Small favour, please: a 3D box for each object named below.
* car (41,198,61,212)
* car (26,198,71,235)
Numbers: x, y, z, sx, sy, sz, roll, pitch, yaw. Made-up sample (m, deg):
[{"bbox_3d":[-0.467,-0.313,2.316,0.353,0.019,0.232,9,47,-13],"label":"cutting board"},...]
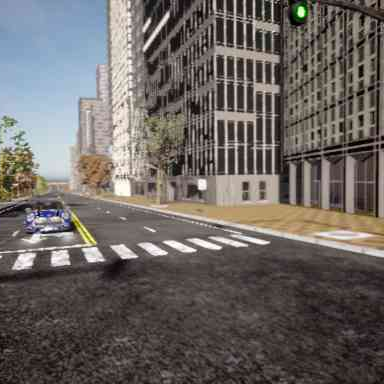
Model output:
[{"bbox_3d":[-15.402,1.340,36.412,1.895,1.301,4.718,-2,1,-23],"label":"car"},{"bbox_3d":[-7.883,1.206,18.330,2.097,1.767,4.553,-2,1,-23],"label":"car"}]
